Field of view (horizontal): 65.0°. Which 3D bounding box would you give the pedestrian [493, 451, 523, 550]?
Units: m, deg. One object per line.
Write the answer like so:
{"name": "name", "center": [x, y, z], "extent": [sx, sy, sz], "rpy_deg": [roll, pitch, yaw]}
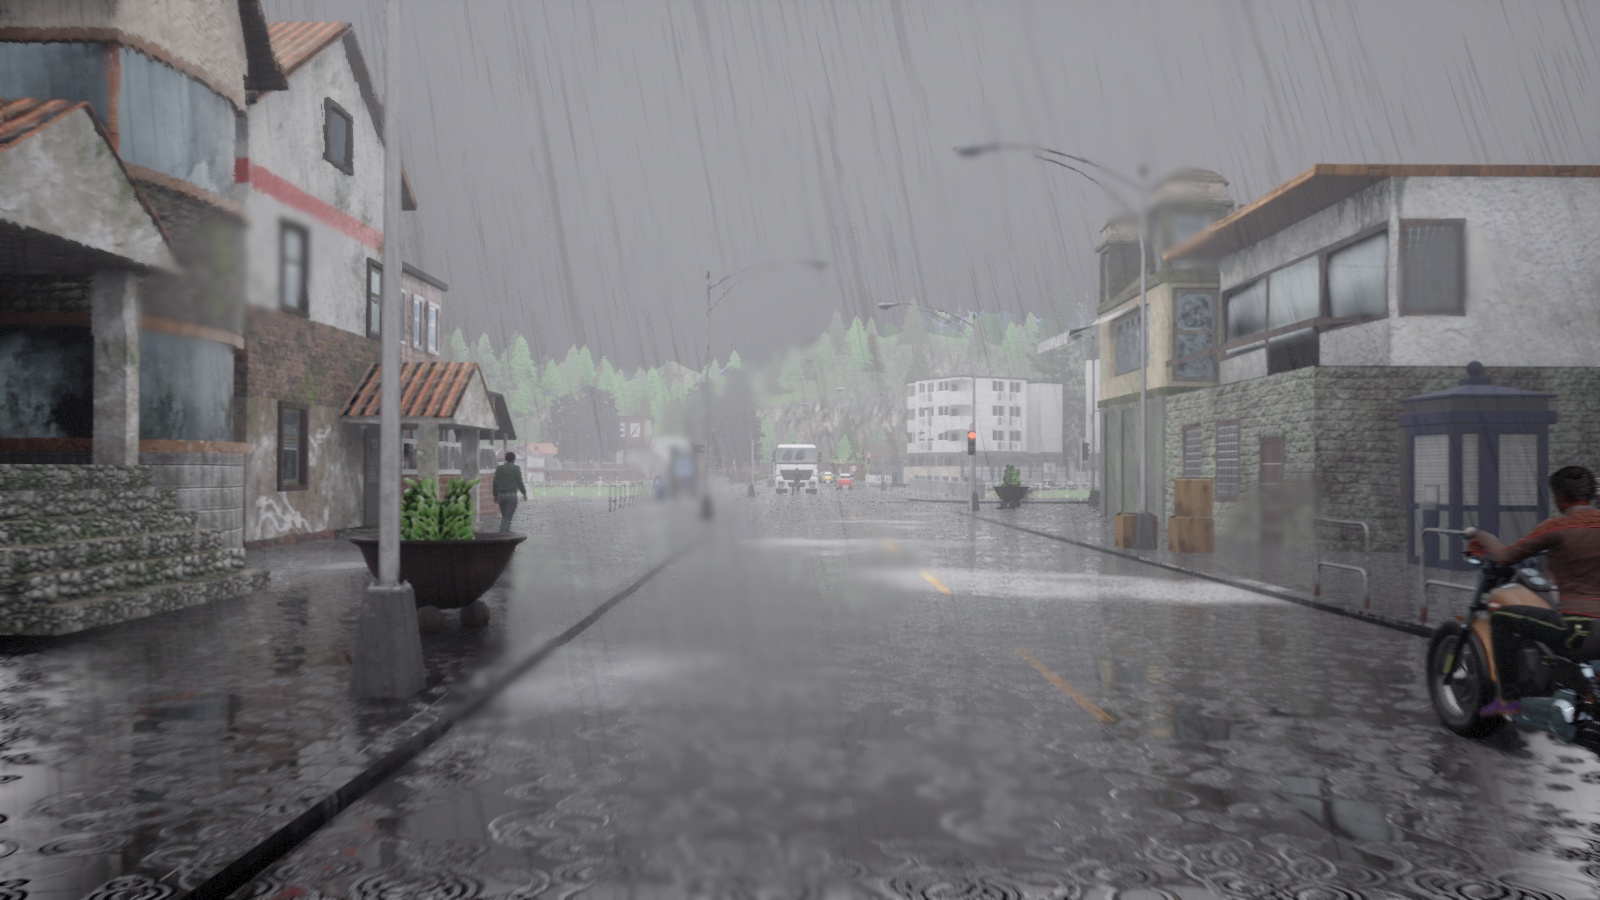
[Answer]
{"name": "pedestrian", "center": [-5.511, 0.944, 23.745], "extent": [0.353, 1.847, 0.614], "rpy_deg": [0, -1, 8]}

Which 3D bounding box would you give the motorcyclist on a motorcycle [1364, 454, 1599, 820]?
{"name": "motorcyclist on a motorcycle", "center": [3.983, 0.863, 6.815], "extent": [0.766, 1.649, 2.350], "rpy_deg": [0, -1, 0]}

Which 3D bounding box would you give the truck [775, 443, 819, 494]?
{"name": "truck", "center": [-0.220, 1.310, 88.221], "extent": [2.891, 3.462, 7.936], "rpy_deg": [0, -1, 0]}
